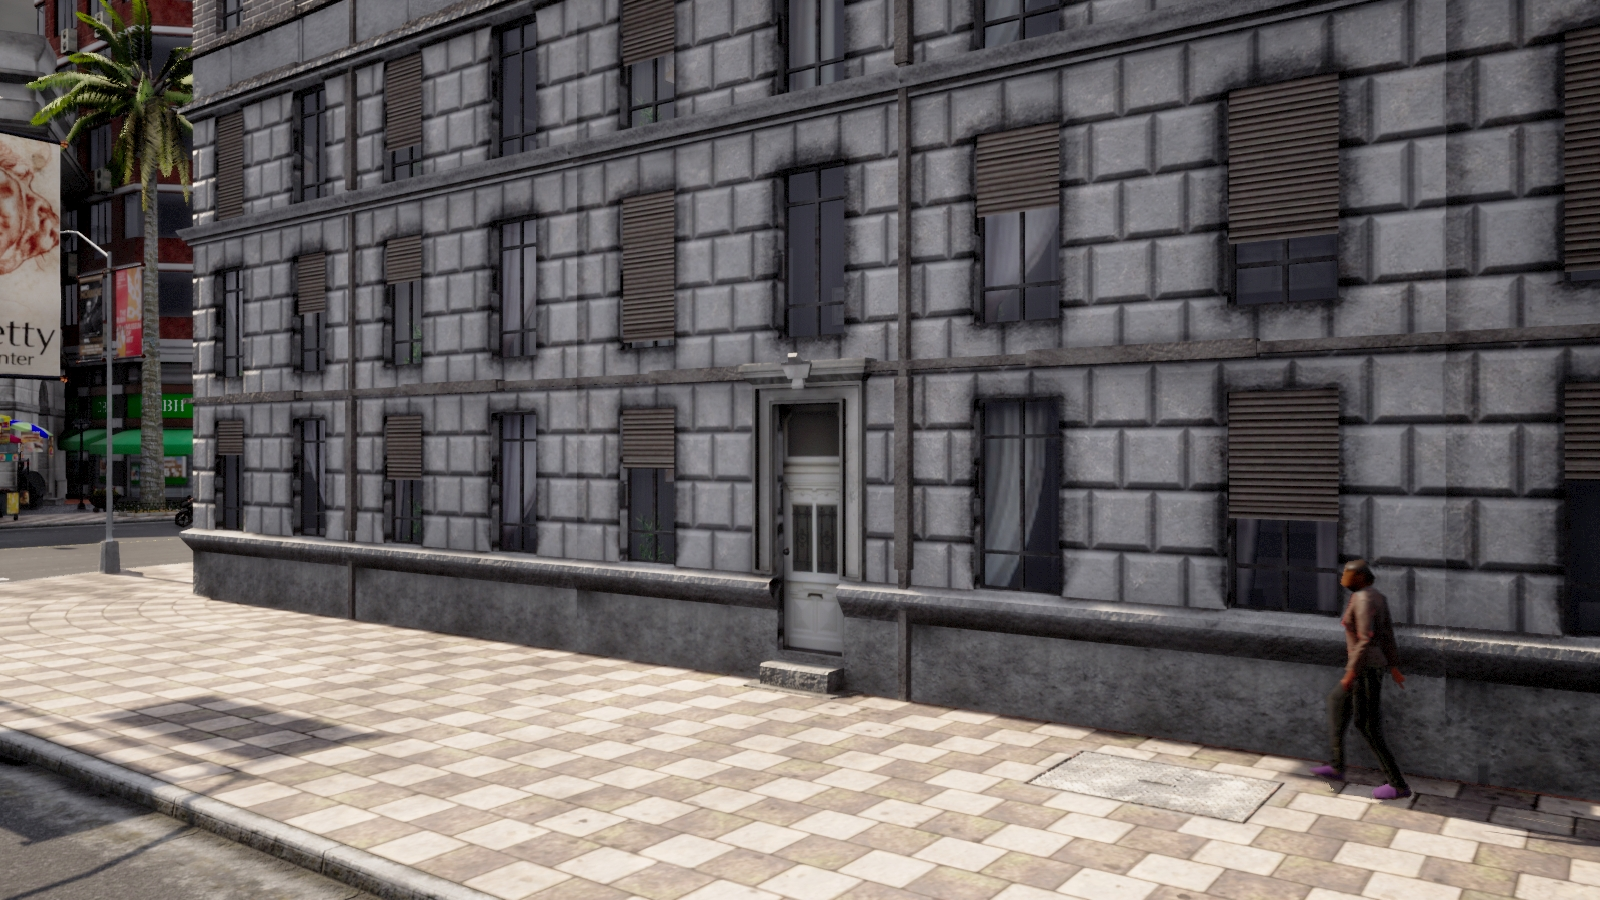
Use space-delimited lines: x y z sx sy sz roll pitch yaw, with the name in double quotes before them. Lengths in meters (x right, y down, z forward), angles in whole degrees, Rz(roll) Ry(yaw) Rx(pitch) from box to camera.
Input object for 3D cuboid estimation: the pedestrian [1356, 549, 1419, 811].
"pedestrian" 4.404 1.696 8.560 0.375 1.860 0.375 0 0 34
